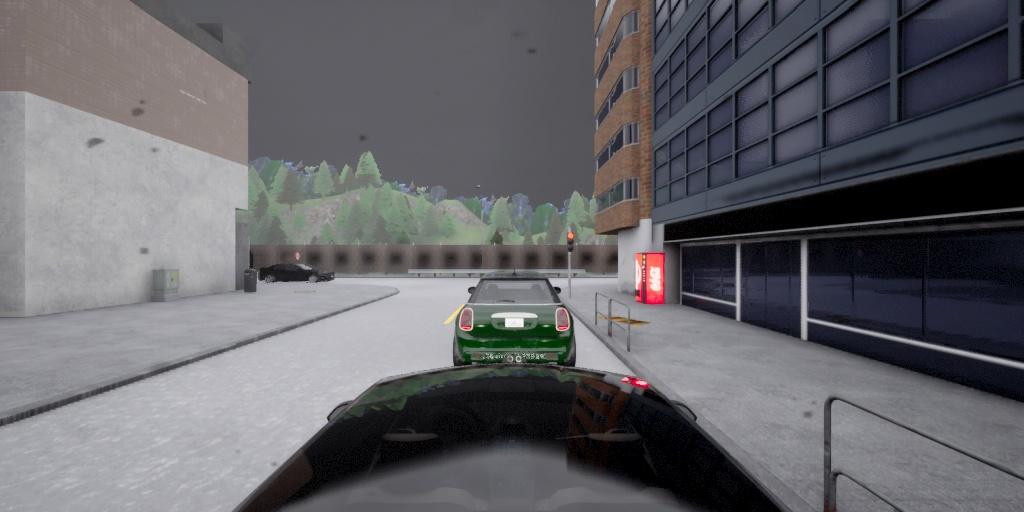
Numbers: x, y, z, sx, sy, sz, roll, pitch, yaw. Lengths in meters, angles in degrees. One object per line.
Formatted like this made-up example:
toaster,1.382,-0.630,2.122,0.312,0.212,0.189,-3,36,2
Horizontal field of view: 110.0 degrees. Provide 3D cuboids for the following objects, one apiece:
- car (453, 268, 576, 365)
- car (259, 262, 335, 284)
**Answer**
car,0.055,1.102,7.939,2.097,1.767,4.553,0,0,0
car,-15.671,1.228,26.272,5.008,1.535,1.882,0,0,0
